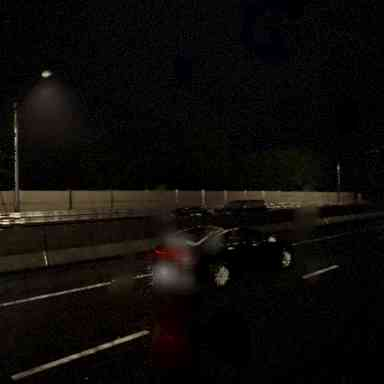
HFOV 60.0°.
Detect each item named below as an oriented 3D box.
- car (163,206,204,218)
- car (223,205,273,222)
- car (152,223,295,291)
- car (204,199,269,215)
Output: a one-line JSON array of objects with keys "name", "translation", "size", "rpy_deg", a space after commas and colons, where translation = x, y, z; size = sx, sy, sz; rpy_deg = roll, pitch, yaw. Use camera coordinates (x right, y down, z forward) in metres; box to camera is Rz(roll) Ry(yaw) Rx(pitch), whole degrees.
[{"name": "car", "translation": [-0.589, 2.115, 32.094], "size": [4.892, 1.490, 1.837], "rpy_deg": [0, -1, -42]}, {"name": "car", "translation": [5.633, 2.046, 33.050], "size": [5.357, 1.411, 2.033], "rpy_deg": [0, -2, -42]}, {"name": "car", "translation": [1.122, 1.675, 9.660], "size": [4.892, 1.490, 1.837], "rpy_deg": [0, -1, -43]}, {"name": "car", "translation": [3.926, 1.636, 26.752], "size": [5.566, 2.045, 2.150], "rpy_deg": [0, -1, -43]}]
